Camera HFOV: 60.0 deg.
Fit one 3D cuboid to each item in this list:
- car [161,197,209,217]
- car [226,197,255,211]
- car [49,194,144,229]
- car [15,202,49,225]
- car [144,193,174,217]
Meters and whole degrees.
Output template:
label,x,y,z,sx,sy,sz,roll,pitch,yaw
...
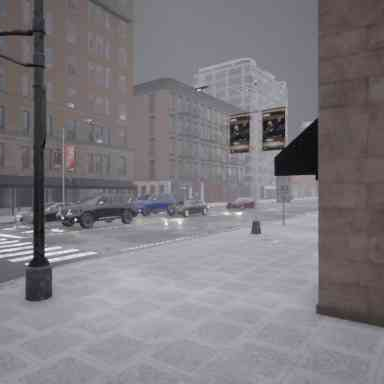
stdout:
label,x,y,z,sx,sy,sz,roll,pitch,yaw
car,-0.312,1.402,29.983,1.837,1.490,4.892,0,0,35
car,5.756,1.330,38.529,1.882,1.535,5.008,0,0,35
car,-6.045,1.161,21.888,2.150,2.045,5.566,0,0,35
car,-9.430,1.442,22.733,2.128,1.511,4.902,0,0,35
car,-3.735,1.130,30.770,2.150,2.045,5.566,0,0,35
